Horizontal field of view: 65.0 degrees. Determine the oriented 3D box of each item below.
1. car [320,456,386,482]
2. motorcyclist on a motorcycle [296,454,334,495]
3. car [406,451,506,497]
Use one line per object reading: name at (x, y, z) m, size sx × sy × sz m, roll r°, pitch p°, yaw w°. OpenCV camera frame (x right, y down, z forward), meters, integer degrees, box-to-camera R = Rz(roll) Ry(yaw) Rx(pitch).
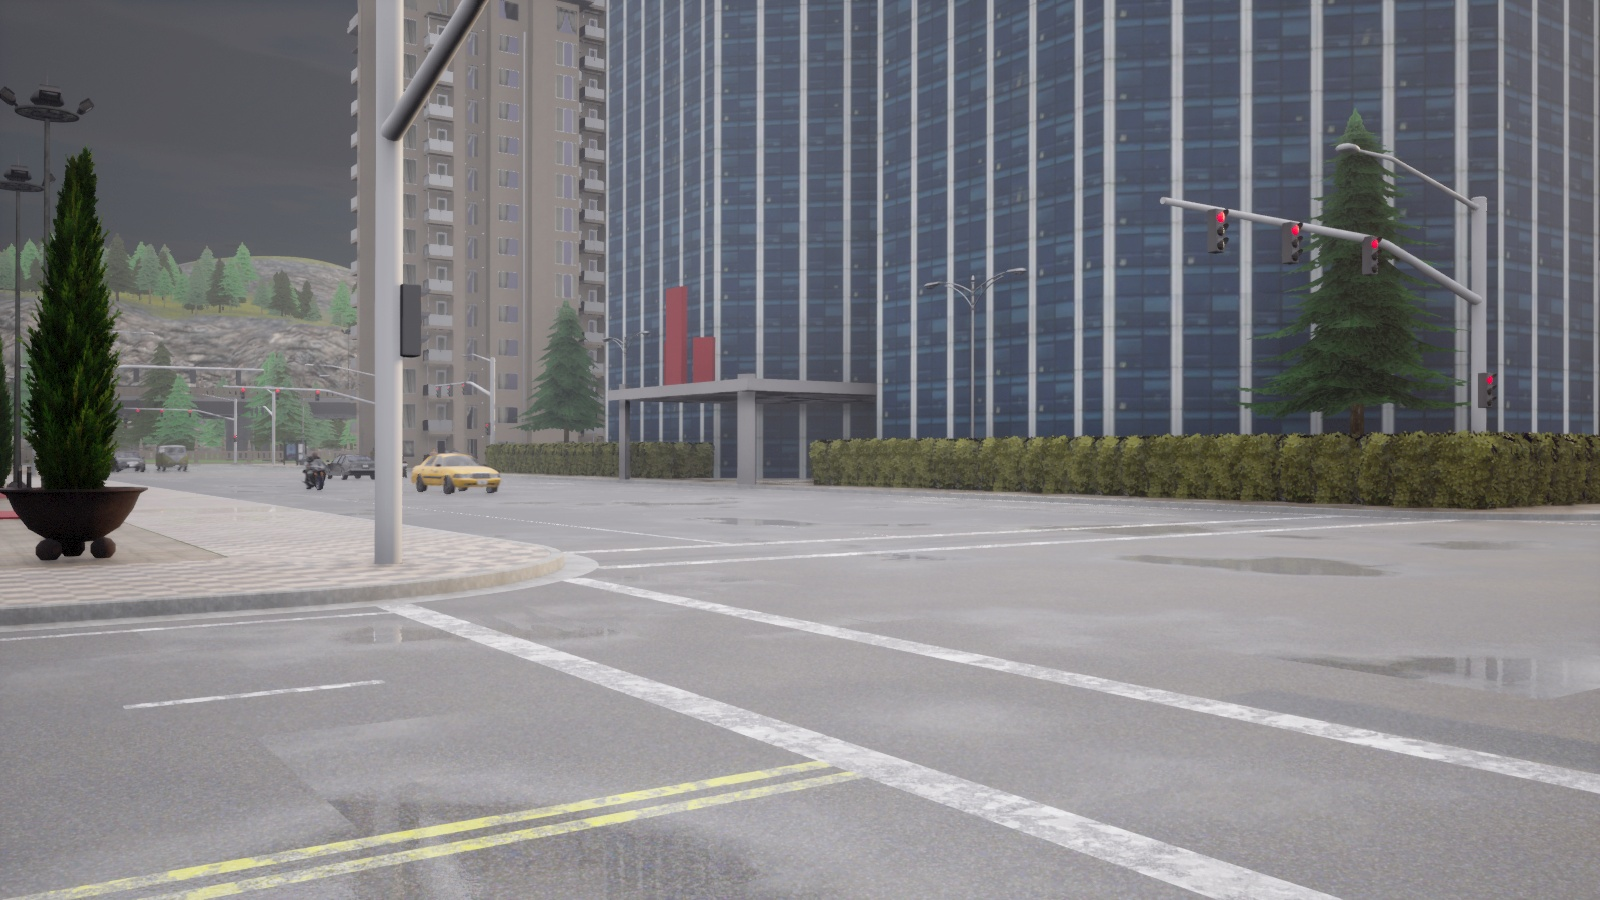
car at (-24.587, 1.013, 68.936) m, size 2.033 × 1.411 × 5.357 m, roll 0°, pitch 0°, yaw -35°
motorcyclist on a motorcycle at (-18.729, 0.938, 48.492) m, size 0.866 × 1.530 × 2.191 m, roll 0°, pitch 0°, yaw -35°
car at (-12.662, 0.823, 45.964) m, size 1.801 × 1.575 × 5.366 m, roll 0°, pitch 0°, yaw -35°
